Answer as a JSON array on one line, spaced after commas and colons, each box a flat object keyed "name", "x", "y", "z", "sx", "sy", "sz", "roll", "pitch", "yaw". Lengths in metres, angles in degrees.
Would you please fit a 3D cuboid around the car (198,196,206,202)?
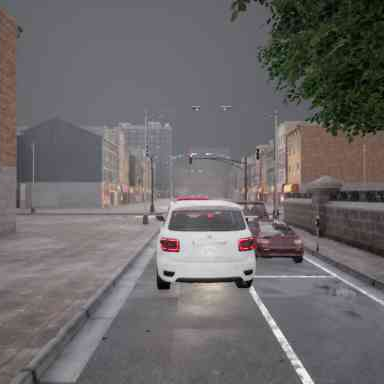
[{"name": "car", "x": 2.590, "y": 1.763, "z": 87.101, "sx": 2.008, "sy": 1.369, "sz": 4.403, "roll": 0, "pitch": 0, "yaw": 0}]

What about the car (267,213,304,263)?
[{"name": "car", "x": 2.636, "y": 1.588, "z": 11.723, "sx": 1.802, "sy": 1.307, "sz": 4.206, "roll": 1, "pitch": 0, "yaw": 0}]

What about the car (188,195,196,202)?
[{"name": "car", "x": -0.052, "y": 1.552, "z": 83.791, "sx": 2.097, "sy": 1.767, "sz": 4.553, "roll": 0, "pitch": 0, "yaw": 0}]

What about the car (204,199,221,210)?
[{"name": "car", "x": 2.617, "y": 1.604, "z": 43.602, "sx": 1.887, "sy": 1.381, "sz": 4.507, "roll": 1, "pitch": 0, "yaw": 0}]

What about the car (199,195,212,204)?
[{"name": "car", "x": 2.605, "y": 1.439, "z": 65.352, "sx": 2.192, "sy": 1.841, "sz": 5.009, "roll": 1, "pitch": 0, "yaw": 0}]

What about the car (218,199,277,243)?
[{"name": "car", "x": 2.636, "y": 1.326, "z": 17.172, "sx": 2.192, "sy": 1.841, "sz": 5.009, "roll": 1, "pitch": 0, "yaw": 0}]

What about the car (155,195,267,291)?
[{"name": "car", "x": 0.174, "y": 1.225, "z": 9.233, "sx": 2.150, "sy": 2.045, "sz": 5.566, "roll": 0, "pitch": 0, "yaw": -4}]
